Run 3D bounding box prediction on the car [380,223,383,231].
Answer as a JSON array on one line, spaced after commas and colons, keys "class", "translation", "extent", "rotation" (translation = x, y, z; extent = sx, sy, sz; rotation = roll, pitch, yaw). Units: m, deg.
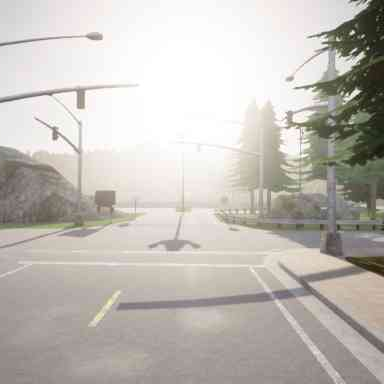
[{"class": "car", "translation": [15.035, 2.058, 21.108], "extent": [5.357, 1.411, 2.033], "rotation": [0, -1, -2]}]
